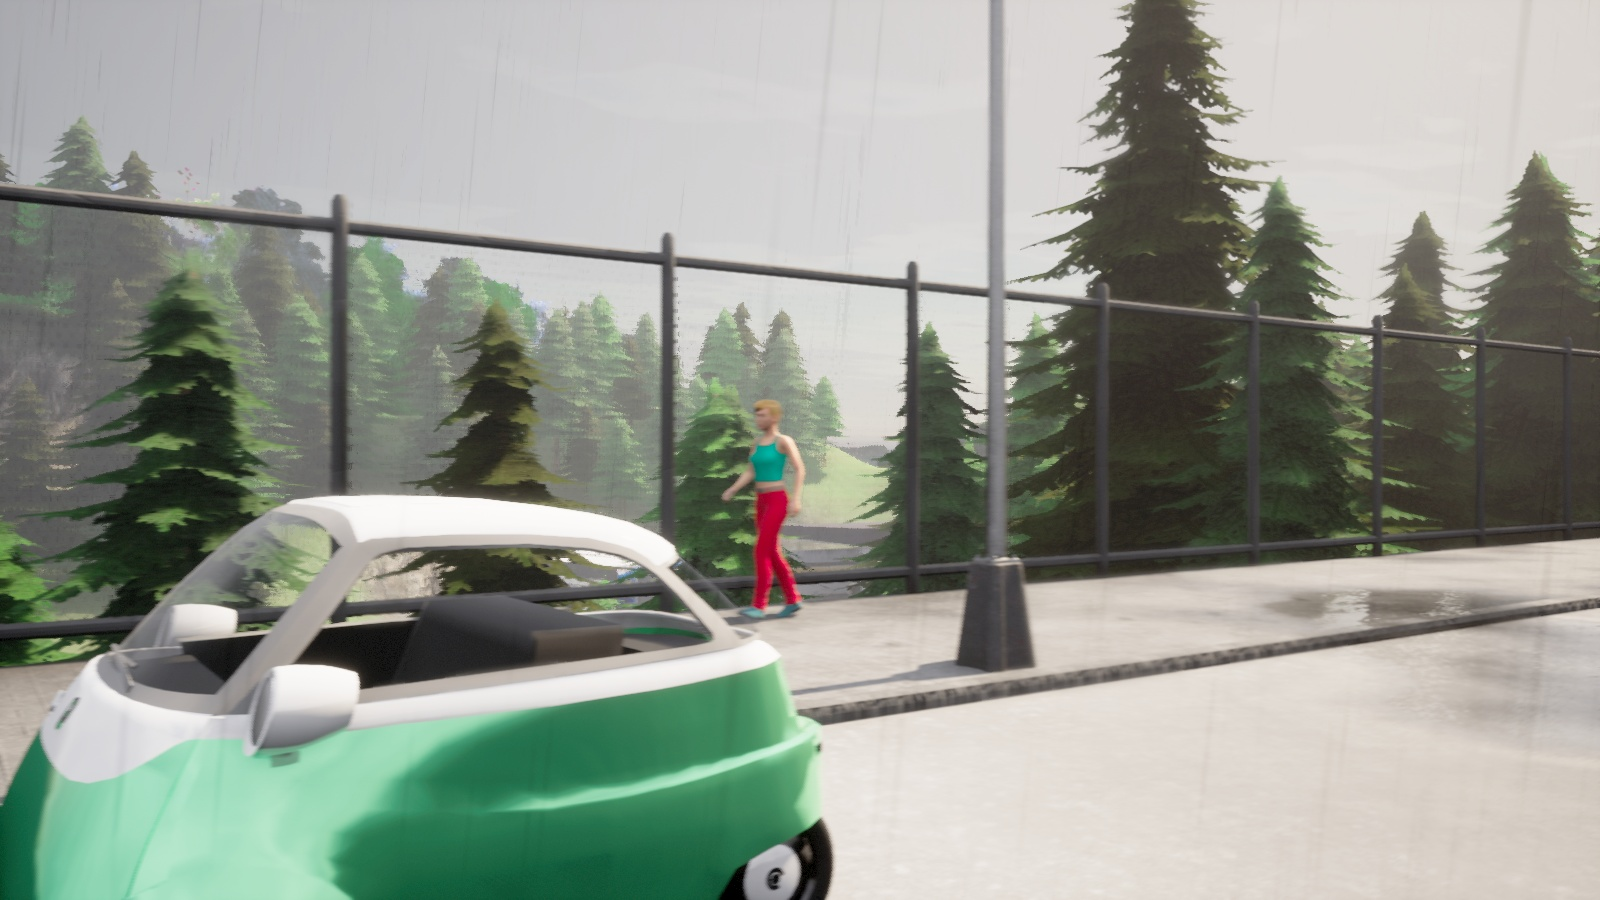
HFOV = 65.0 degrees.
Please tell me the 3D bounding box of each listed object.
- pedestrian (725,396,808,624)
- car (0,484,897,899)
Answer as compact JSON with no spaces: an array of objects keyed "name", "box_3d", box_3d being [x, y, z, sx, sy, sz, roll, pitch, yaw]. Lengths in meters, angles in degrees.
[{"name":"pedestrian","box_3d":[-0.276,0.481,10.416,0.594,1.836,0.345,0,0,-34]},{"name":"car","box_3d":[-1.055,0.810,3.532,2.207,1.376,1.481,0,0,-35]}]
